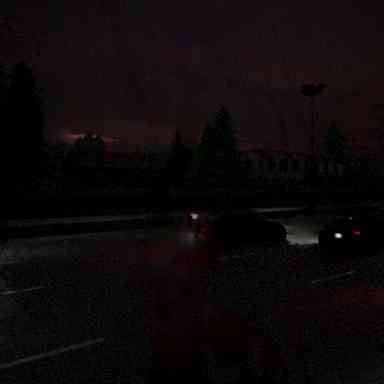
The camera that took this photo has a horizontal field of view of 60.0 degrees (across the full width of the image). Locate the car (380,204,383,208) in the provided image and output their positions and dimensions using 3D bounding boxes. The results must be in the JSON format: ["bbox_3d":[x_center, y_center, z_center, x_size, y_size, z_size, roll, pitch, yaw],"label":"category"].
[{"bbox_3d":[18.778,1.377,30.059,4.674,1.442,1.812,0,0,-36],"label":"car"}]

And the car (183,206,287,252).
[{"bbox_3d":[1.860,1.483,13.672,4.674,1.442,1.812,0,0,-36],"label":"car"}]

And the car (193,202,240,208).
[{"bbox_3d":[1.844,1.298,17.961,4.553,1.767,2.097,0,0,-36],"label":"car"}]

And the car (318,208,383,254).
[{"bbox_3d":[6.792,1.505,12.891,4.181,1.385,1.994,0,0,-35],"label":"car"}]

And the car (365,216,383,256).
[{"bbox_3d":[6.908,1.444,8.676,4.902,1.511,2.128,0,0,-36],"label":"car"}]
